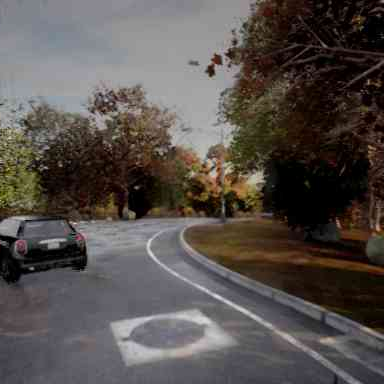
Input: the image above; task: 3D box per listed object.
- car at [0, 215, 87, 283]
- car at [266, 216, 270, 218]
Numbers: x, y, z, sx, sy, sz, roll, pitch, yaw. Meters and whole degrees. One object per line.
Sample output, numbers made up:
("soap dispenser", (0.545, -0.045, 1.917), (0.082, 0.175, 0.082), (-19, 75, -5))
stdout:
("car", (-5.168, 1.495, 10.534), (2.097, 1.767, 4.553), (-1, 0, -42))
("car", (13.320, 4.023, 57.641), (2.033, 1.411, 5.357), (-1, -5, 26))
